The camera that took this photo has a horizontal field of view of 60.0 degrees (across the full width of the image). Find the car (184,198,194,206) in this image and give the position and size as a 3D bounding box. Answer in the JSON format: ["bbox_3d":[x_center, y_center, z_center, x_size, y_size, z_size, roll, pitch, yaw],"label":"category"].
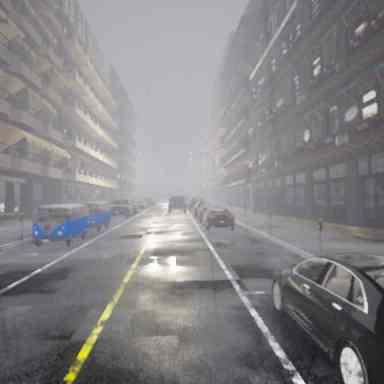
[{"bbox_3d":[-0.550,1.938,65.552,1.802,1.307,4.206,1,0,-3],"label":"car"}]

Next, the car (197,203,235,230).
[{"bbox_3d":[1.624,1.617,21.357,1.887,1.381,4.507,1,0,-3],"label":"car"}]

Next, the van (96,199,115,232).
[{"bbox_3d":[-6.247,1.493,21.038,1.690,1.788,3.998,1,0,-3],"label":"van"}]

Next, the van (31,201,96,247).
[{"bbox_3d":[-5.979,1.464,15.513,1.690,1.788,3.998,1,0,-3],"label":"van"}]

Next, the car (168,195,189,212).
[{"bbox_3d":[-1.858,1.440,41.901,2.150,2.045,5.566,-1,0,-3],"label":"car"}]

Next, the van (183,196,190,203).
[{"bbox_3d":[-1.351,1.835,82.128,1.690,1.788,3.998,1,-1,-3],"label":"van"}]

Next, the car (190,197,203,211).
[{"bbox_3d":[1.098,1.575,32.407,1.967,1.590,4.097,1,0,-3],"label":"car"}]

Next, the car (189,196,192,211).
[{"bbox_3d":[0.523,1.516,43.454,2.192,1.841,5.009,1,0,-3],"label":"car"}]

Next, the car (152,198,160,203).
[{"bbox_3d":[-9.460,2.204,87.325,1.802,1.307,4.206,1,-1,-3],"label":"car"}]

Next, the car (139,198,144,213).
[{"bbox_3d":[-7.049,1.561,37.609,2.192,1.841,5.009,1,0,-3],"label":"car"}]

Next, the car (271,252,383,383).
[{"bbox_3d":[2.426,1.544,4.784,2.008,1.369,4.403,1,0,-3],"label":"car"}]

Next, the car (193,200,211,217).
[{"bbox_3d":[1.356,1.648,26.880,1.887,1.381,4.507,1,0,-3],"label":"car"}]

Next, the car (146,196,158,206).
[{"bbox_3d":[-8.387,1.750,65.229,2.192,1.841,5.009,1,0,-3],"label":"car"}]

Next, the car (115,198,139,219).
[{"bbox_3d":[-6.782,1.529,32.086,2.192,1.841,5.009,1,0,-3],"label":"car"}]

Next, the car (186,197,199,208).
[{"bbox_3d":[-0.014,1.716,54.503,1.967,1.590,4.097,1,0,-3],"label":"car"}]

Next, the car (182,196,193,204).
[{"bbox_3d":[-1.083,1.761,76.603,2.192,1.841,5.009,1,-1,-3],"label":"car"}]

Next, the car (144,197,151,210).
[{"bbox_3d":[-7.588,1.882,48.657,1.947,1.339,4.313,1,0,-3],"label":"car"}]
